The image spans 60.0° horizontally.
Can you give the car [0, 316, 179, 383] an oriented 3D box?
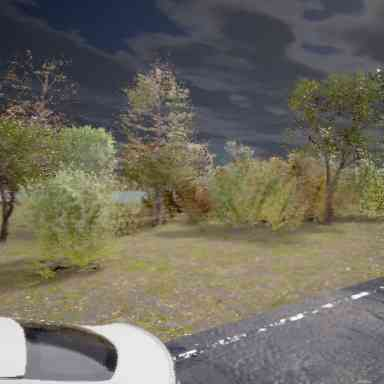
[{"bbox_3d":[-2.134,1.525,1.514,4.674,1.442,1.812,0,0,-35],"label":"car"}]
